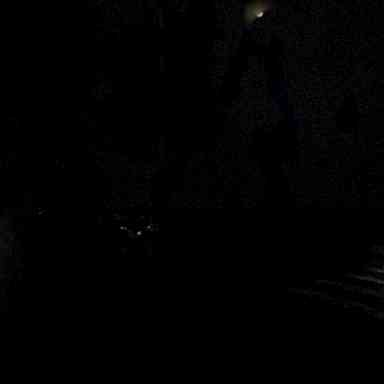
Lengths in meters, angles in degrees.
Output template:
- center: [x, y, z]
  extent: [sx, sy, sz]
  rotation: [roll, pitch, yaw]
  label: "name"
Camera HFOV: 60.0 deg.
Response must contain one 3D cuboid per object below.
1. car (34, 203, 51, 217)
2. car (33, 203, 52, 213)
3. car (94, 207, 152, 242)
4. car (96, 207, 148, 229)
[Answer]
- center: [-18.421, 2.213, 39.548]
  extent: [2.128, 1.511, 4.902]
  rotation: [0, -1, -34]
  label: "car"
- center: [-23.379, 2.493, 51.994]
  extent: [1.837, 1.490, 4.892]
  rotation: [0, -3, -34]
  label: "car"
- center: [-3.842, 1.746, 17.914]
  extent: [1.812, 1.442, 4.674]
  rotation: [0, -1, -34]
  label: "car"
- center: [-5.523, 1.899, 25.650]
  extent: [2.033, 1.411, 5.357]
  rotation: [0, -1, -34]
  label: "car"
